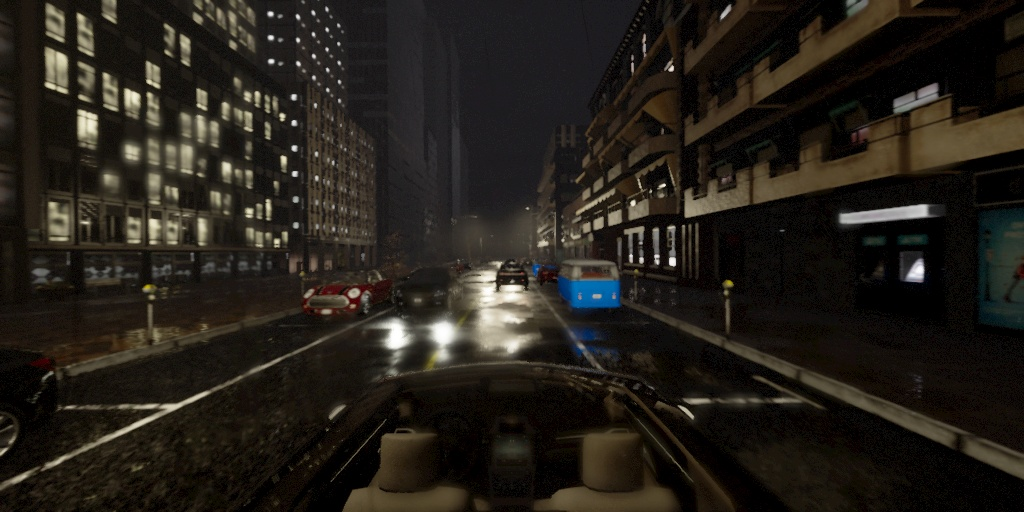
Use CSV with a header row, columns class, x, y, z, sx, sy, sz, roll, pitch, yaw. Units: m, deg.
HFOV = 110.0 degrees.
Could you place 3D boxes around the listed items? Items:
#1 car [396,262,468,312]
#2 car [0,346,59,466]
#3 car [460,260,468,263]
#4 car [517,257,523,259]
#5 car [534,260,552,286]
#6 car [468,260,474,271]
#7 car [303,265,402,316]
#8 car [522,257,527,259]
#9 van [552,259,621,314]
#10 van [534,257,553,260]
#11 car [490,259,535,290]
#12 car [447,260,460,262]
class,x,y,z,sx,sy,sz,roll,pitch,yaw
car,-3.136,1.194,14.396,1.882,1.535,5.008,0,0,0
car,-5.663,1.357,2.000,1.948,1.339,4.313,0,0,0
car,-5.835,1.092,35.136,1.967,1.591,4.097,0,0,0
car,-0.084,1.098,39.758,1.837,1.490,4.892,0,1,0
car,2.603,1.178,24.133,1.888,1.381,4.507,0,0,0
car,-5.892,1.175,46.181,1.948,1.339,4.313,0,0,0
car,-5.720,1.182,13.046,1.967,1.591,4.097,0,0,0
car,2.431,1.073,57.270,1.948,1.339,4.313,0,0,0
van,2.660,1.020,13.088,1.690,1.789,3.998,0,0,0
van,2.575,0.952,29.655,1.690,1.789,3.998,0,0,0
car,0.002,1.156,21.615,2.128,1.511,4.902,0,0,0
car,-5.806,1.225,29.613,2.007,1.370,4.403,0,0,0
